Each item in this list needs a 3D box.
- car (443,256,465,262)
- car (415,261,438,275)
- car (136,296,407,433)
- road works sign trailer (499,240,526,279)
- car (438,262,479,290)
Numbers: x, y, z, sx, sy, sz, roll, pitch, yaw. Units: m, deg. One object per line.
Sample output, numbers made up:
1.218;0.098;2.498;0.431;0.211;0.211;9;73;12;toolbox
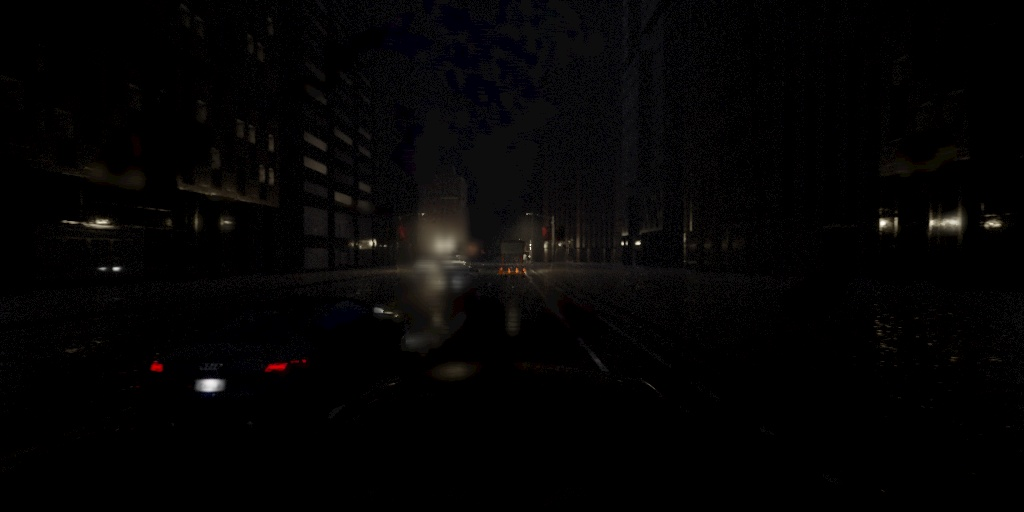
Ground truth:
-6.572;1.055;41.113;2.150;2.045;5.566;0;0;0;car
-9.820;1.364;41.616;1.812;1.442;4.674;0;0;0;car
-3.148;1.317;5.750;1.994;1.385;4.181;0;0;0;car
0.021;0.277;34.040;2.380;3.560;2.880;0;0;1;road works sign trailer
-3.141;1.306;22.778;1.812;1.442;4.674;0;0;0;car
